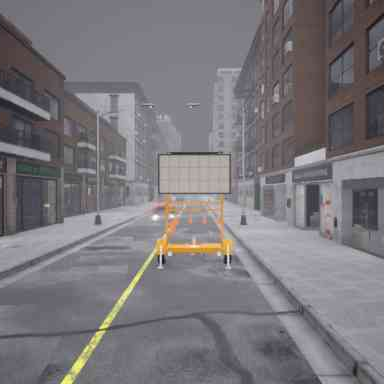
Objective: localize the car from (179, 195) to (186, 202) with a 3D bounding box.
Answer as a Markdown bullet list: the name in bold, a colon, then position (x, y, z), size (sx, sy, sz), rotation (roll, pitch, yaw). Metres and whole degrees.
- **car**: position (-2.453, 1.454, 71.204), size (1.837, 1.490, 4.892), rotation (0, 0, 0)

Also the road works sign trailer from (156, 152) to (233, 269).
- **road works sign trailer**: position (0.085, 0.463, 11.170), size (2.380, 3.560, 2.880), rotation (0, 0, 0)

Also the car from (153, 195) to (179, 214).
- **car**: position (-2.835, 1.340, 34.743), size (2.097, 1.767, 4.553), rotation (0, 0, 0)
